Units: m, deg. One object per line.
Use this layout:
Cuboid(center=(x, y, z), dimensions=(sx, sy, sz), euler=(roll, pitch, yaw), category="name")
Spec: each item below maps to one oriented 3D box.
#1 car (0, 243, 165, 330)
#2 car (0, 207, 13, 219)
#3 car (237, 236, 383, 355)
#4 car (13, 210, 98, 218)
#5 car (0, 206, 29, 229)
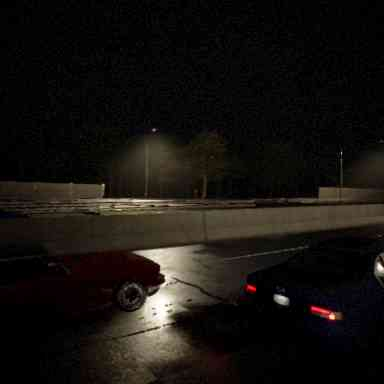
Cuboid(center=(-2.879, 1.602, 5.992), dimensions=(4.718, 1.301, 1.895), euler=(0, 0, -36), category="car")
Cuboid(center=(-11.532, 1.477, 17.262), dimensions=(5.008, 1.535, 1.882), euler=(0, 0, -36), category="car")
Cuboid(center=(3.285, 1.554, 6.090), dimensions=(5.357, 1.411, 2.033), euler=(0, 0, -35), category="car")
Cuboid(center=(-6.123, 1.605, 16.822), dimensions=(4.718, 1.301, 1.895), euler=(0, 0, -36), category="car")
Cuboid(center=(-12.855, 1.601, 20.618), dimensions=(4.718, 1.301, 1.895), euler=(0, 0, -36), category="car")
